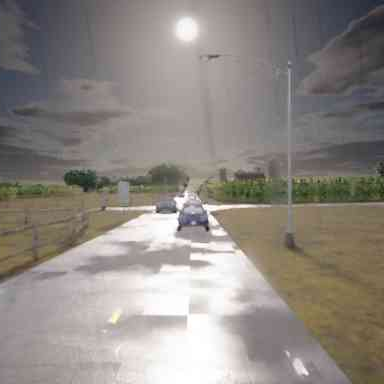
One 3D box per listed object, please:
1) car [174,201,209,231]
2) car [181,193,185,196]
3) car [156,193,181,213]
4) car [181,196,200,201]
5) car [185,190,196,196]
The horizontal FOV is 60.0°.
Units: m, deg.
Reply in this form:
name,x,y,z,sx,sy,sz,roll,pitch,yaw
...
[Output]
name,x,y,z,sx,sy,sz,roll,pitch,yaw
car,0.073,1.488,20.263,1.812,1.442,4.674,0,0,0
car,-2.803,0.922,92.067,1.837,1.490,4.892,0,1,0
car,-2.657,1.283,35.723,2.097,1.767,4.553,0,0,0
car,0.096,1.418,31.791,1.882,1.535,5.008,0,0,1
car,-0.051,0.587,89.368,2.150,2.045,5.566,0,1,0
